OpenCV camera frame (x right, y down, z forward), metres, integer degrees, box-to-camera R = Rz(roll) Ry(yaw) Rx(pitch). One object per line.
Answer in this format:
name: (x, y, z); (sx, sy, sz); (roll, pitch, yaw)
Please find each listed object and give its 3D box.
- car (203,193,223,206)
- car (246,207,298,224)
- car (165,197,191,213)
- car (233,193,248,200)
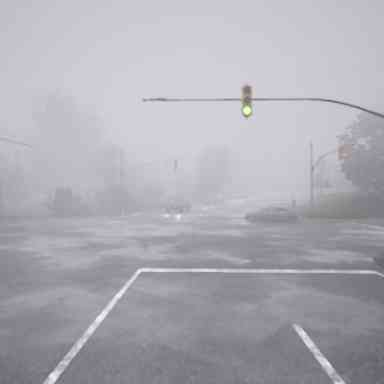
car: (3.888, 1.332, 60.555); (2.150, 2.045, 5.566); (0, 2, 24)
car: (6.571, 1.910, 27.614); (4.181, 1.385, 1.994); (0, -1, 3)
car: (-1.798, 1.691, 44.699); (2.150, 2.045, 5.566); (0, 0, 16)
car: (10.952, 0.899, 74.396); (1.812, 1.442, 4.674); (0, 3, 30)
